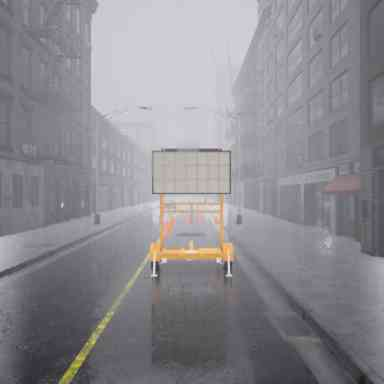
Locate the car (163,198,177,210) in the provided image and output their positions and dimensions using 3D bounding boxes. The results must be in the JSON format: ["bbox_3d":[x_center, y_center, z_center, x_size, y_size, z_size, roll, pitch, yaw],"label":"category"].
[{"bbox_3d":[-3.062,1.575,43.496,1.812,1.442,4.674,0,0,0],"label":"car"}]

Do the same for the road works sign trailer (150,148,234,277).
[{"bbox_3d":[-0.013,0.467,10.262,2.380,3.560,2.880,0,0,0],"label":"road works sign trailer"}]
